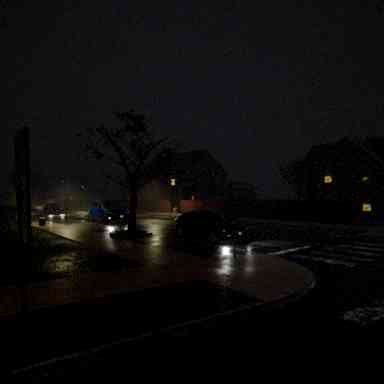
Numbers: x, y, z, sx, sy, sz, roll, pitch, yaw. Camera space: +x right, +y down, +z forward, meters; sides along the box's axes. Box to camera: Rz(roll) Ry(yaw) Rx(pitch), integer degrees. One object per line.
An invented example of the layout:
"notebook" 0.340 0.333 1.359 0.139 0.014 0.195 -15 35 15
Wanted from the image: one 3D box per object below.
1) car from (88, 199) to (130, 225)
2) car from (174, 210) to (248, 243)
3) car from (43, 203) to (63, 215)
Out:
"car" -7.344 1.677 29.288 2.150 2.045 5.566 -2 0 -36
"car" 0.883 1.745 17.882 1.837 1.490 4.892 -2 1 -36
"car" -19.288 2.280 46.037 1.837 1.490 4.892 -2 0 -36
